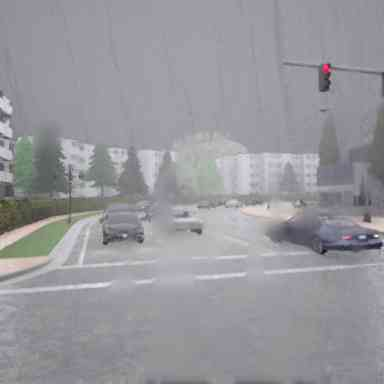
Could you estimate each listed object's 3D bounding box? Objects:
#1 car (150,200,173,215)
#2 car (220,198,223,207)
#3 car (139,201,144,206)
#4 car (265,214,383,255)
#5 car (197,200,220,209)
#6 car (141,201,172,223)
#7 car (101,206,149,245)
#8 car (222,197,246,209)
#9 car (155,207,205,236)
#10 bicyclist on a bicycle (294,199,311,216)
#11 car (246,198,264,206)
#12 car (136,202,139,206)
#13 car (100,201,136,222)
[{"bbox_3d":[-3.547,1.836,39.605,1.882,1.535,5.008,-1,0,4],"label":"car"},{"bbox_3d":[6.573,1.738,60.344,2.097,1.767,4.553,-1,-1,33],"label":"car"},{"bbox_3d":[-6.512,1.942,44.735,1.837,1.490,4.892,-1,0,9],"label":"car"},{"bbox_3d":[5.023,1.592,13.588,2.033,1.411,5.357,-1,0,-16],"label":"car"},{"bbox_3d":[2.310,1.917,50.980,2.033,1.411,5.357,-1,0,19],"label":"car"},{"bbox_3d":[-3.032,1.818,29.154,2.033,1.411,5.357,-1,0,-12],"label":"car"},{"bbox_3d":[-3.541,1.687,16.832,1.837,1.490,4.892,-1,0,-15],"label":"car"},{"bbox_3d":[6.692,1.850,52.548,1.812,1.442,4.674,-1,0,22],"label":"car"},{"bbox_3d":[-0.733,1.769,19.786,1.895,1.301,4.718,-1,0,-15],"label":"car"},{"bbox_3d":[9.029,1.398,27.140,1.656,1.620,0.582,-1,0,-16],"label":"bicyclist on a bicycle"},{"bbox_3d":[11.531,1.820,61.273,2.128,1.511,4.902,-1,-1,40],"label":"car"},{"bbox_3d":[-7.061,1.966,34.548,1.895,1.301,4.718,-1,0,-2],"label":"car"},{"bbox_3d":[-5.669,1.630,25.607,2.097,1.767,4.553,-1,0,-12],"label":"car"}]
